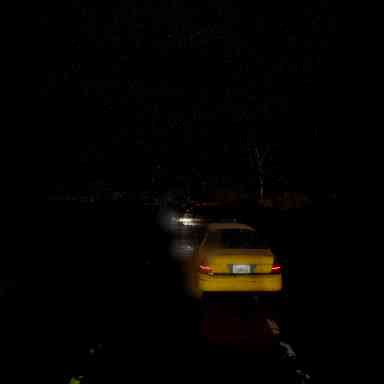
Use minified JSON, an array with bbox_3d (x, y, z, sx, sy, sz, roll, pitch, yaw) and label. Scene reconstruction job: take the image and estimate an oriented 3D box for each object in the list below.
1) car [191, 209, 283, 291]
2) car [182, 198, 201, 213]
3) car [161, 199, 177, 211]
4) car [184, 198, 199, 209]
[{"bbox_3d":[0.944,1.453,8.944,1.801,1.575,5.366,0,0,0],"label":"car"},{"bbox_3d":[-0.002,1.517,37.440,1.812,1.442,4.674,0,0,0],"label":"car"},{"bbox_3d":[-2.837,1.591,41.429,1.895,1.301,4.718,0,0,0],"label":"car"},{"bbox_3d":[-0.073,1.554,46.331,1.994,1.385,4.181,0,0,1],"label":"car"}]
